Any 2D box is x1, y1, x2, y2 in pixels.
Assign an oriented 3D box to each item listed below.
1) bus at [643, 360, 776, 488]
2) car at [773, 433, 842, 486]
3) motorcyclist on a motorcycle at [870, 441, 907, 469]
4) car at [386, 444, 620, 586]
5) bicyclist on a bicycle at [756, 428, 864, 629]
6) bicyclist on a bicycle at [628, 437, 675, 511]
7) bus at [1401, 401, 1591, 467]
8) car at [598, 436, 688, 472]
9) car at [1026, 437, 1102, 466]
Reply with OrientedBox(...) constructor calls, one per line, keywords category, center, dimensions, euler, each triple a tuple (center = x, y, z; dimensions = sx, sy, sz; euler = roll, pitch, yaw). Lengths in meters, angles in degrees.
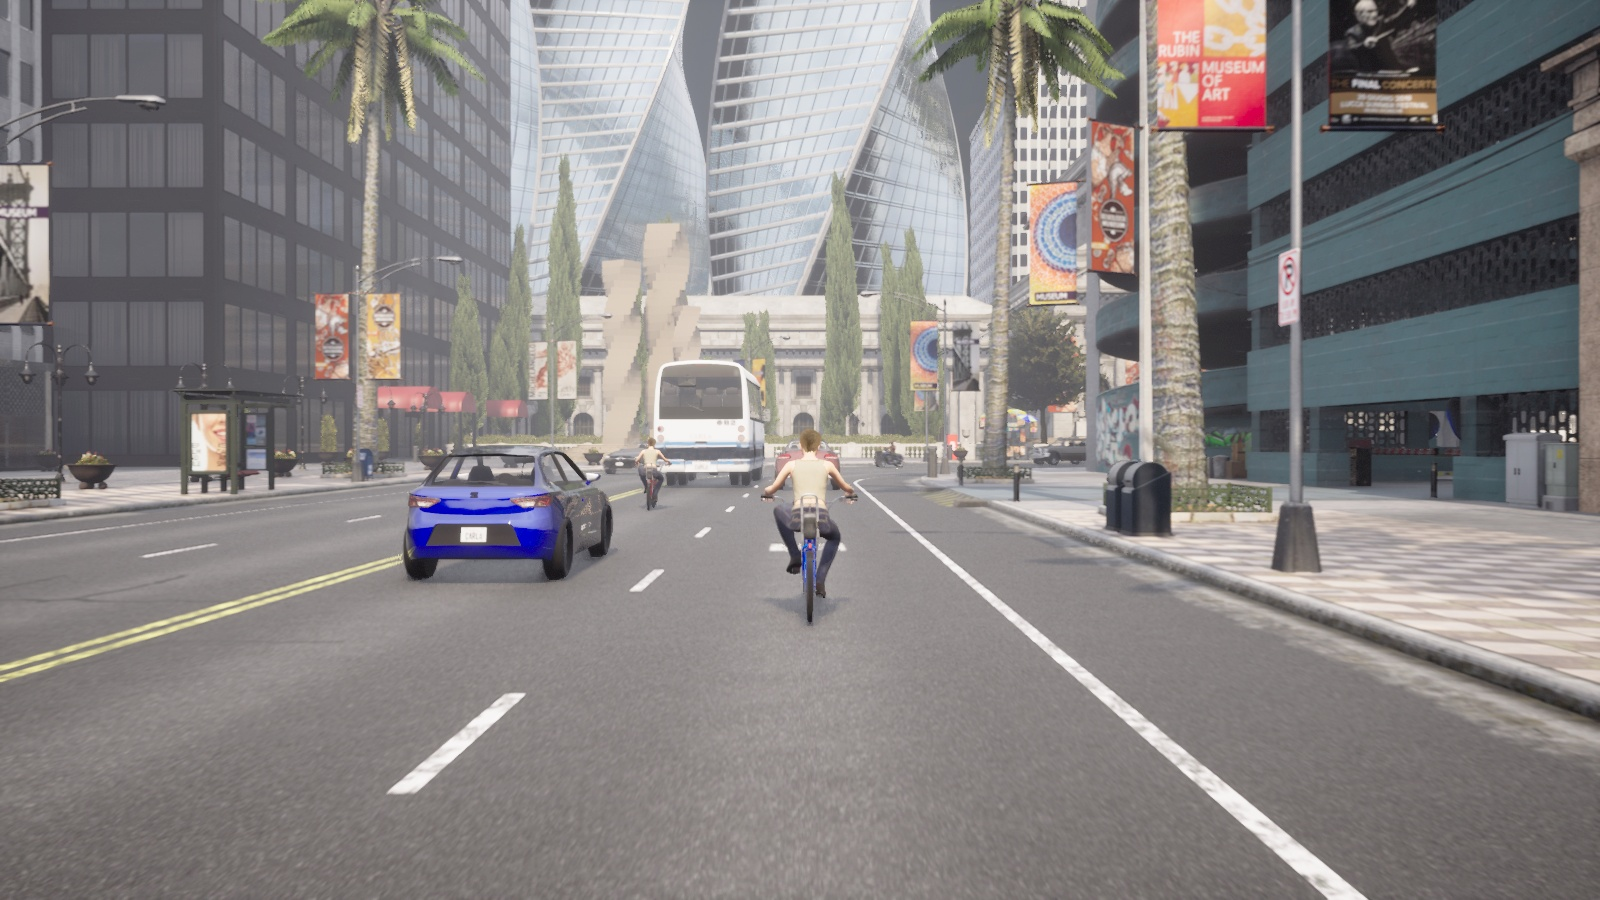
OrientedBox(category="bus", center=(-3.124, -0.897, 46.886), dimensions=(3.944, 4.253, 10.273), euler=(0, 0, 2))
OrientedBox(category="car", center=(0.255, 0.291, 41.618), dimensions=(2.152, 1.651, 5.027), euler=(0, 0, 0))
OrientedBox(category="motorcyclist on a motorcycle", center=(5.227, 0.284, 74.036), dimensions=(2.350, 1.649, 0.766), euler=(-1, 1, -44))
OrientedBox(category="car", center=(-3.399, 0.672, 15.204), dimensions=(1.816, 1.474, 4.193), euler=(0, 0, 0))
OrientedBox(category="bicyclist on a bicycle", center=(0.082, 0.622, 10.827), dimensions=(0.866, 1.612, 1.509), euler=(0, 0, 0))
OrientedBox(category="bicyclist on a bicycle", center=(-3.321, 0.522, 28.165), dimensions=(0.866, 1.612, 1.509), euler=(0, 0, 0))
OrientedBox(category="bus", center=(45.676, -1.059, 82.658), dimensions=(10.273, 4.253, 3.944), euler=(0, 0, 0))
OrientedBox(category="car", center=(-7.473, 0.179, 60.409), dimensions=(2.152, 1.651, 5.027), euler=(0, 0, 22))
OrientedBox(category="car", center=(17.339, 0.113, 82.496), dimensions=(4.605, 1.855, 1.932), euler=(0, 0, -23))
